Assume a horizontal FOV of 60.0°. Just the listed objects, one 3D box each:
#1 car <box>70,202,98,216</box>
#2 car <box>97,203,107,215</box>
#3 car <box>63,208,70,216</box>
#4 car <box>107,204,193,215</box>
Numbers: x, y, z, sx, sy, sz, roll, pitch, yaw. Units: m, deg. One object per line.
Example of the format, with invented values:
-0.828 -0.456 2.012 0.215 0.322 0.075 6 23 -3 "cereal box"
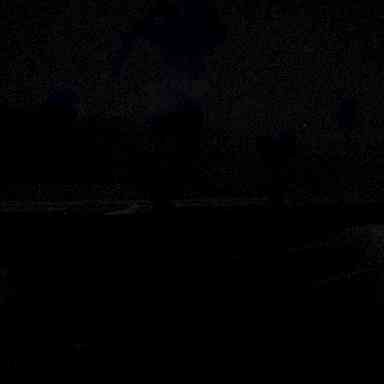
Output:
-6.351 1.605 25.140 4.718 1.301 1.895 0 0 -35 "car"
-3.714 1.550 22.715 4.674 1.442 1.812 0 0 -35 "car"
-8.552 1.569 27.872 4.181 1.385 1.994 0 0 -35 "car"
-2.088 1.483 19.581 5.008 1.535 1.882 0 0 -35 "car"
